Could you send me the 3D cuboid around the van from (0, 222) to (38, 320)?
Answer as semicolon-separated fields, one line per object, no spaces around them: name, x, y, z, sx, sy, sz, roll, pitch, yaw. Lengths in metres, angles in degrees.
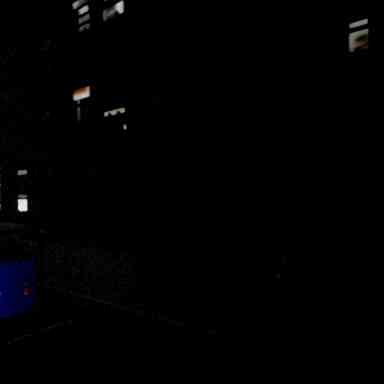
van;-4.529;1.377;6.121;3.998;1.788;1.690;0;-1;36
